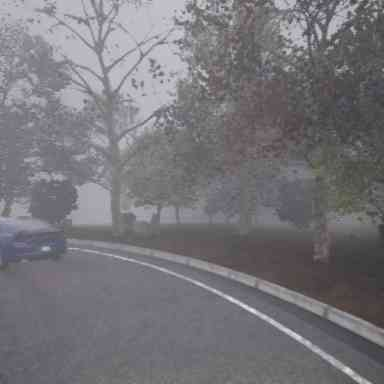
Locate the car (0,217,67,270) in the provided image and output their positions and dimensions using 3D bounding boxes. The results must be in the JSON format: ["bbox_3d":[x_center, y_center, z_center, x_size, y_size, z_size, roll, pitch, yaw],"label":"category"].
[{"bbox_3d":[-6.364,1.614,11.735,5.008,1.535,1.882,-1,-1,40],"label":"car"}]
